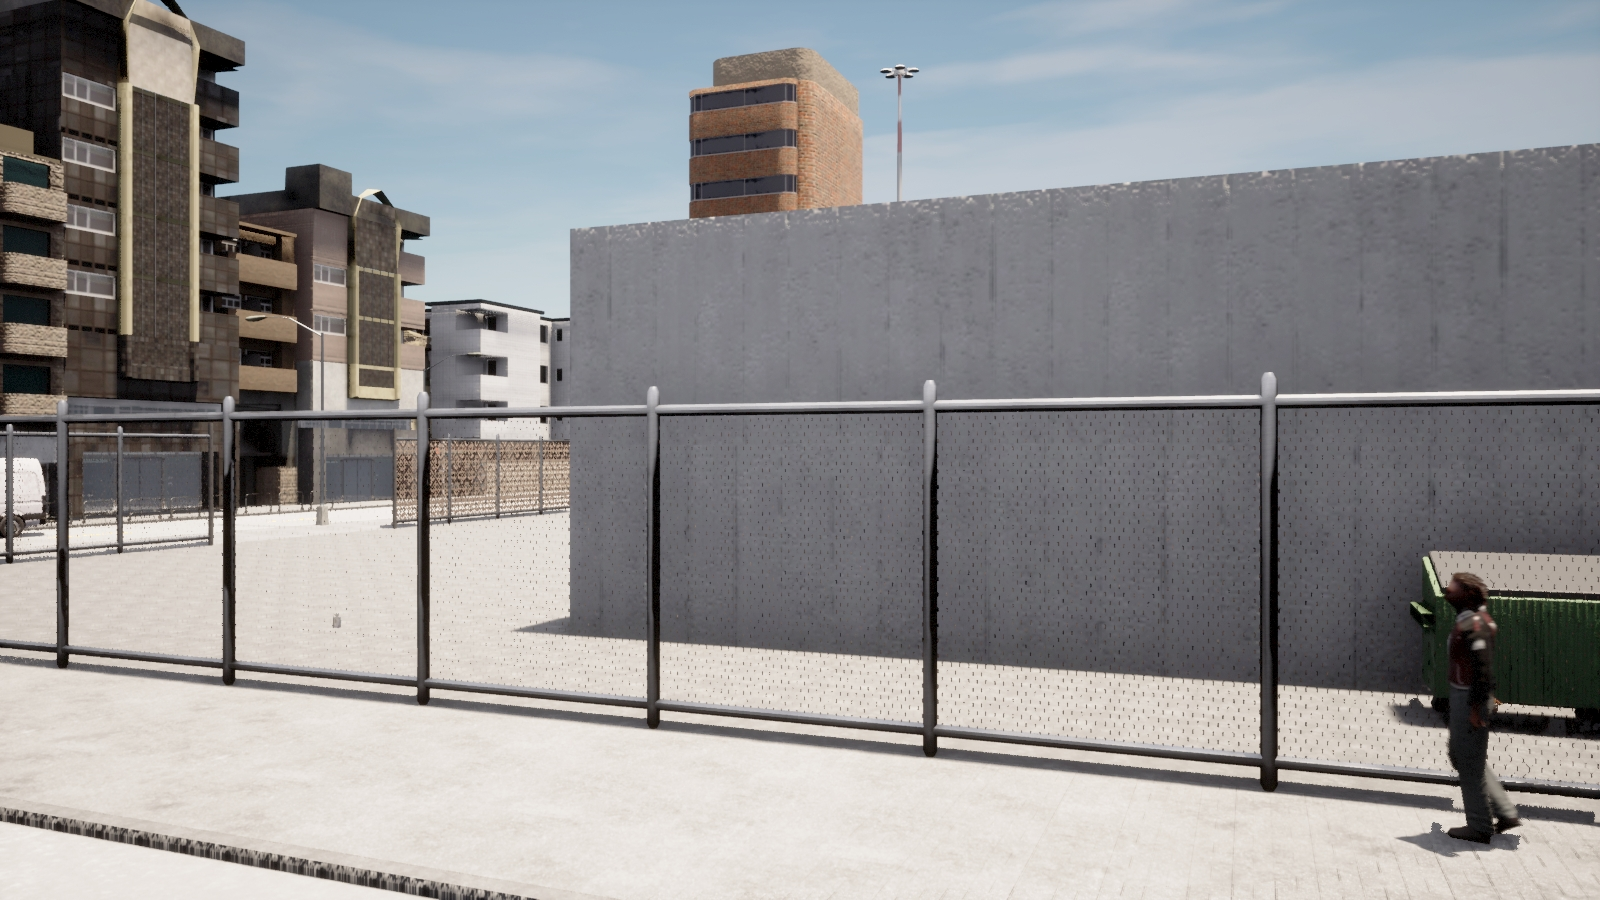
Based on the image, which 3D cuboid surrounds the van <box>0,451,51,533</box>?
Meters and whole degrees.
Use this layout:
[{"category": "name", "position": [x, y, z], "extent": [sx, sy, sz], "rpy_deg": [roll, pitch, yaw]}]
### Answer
[{"category": "van", "position": [-26.517, 1.314, 35.024], "extent": [1.988, 2.561, 5.915], "rpy_deg": [0, 0, 21]}]

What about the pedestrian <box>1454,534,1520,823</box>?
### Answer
[{"category": "pedestrian", "position": [4.656, 1.517, 7.759], "extent": [0.375, 1.860, 0.375], "rpy_deg": [0, 0, 30]}]
